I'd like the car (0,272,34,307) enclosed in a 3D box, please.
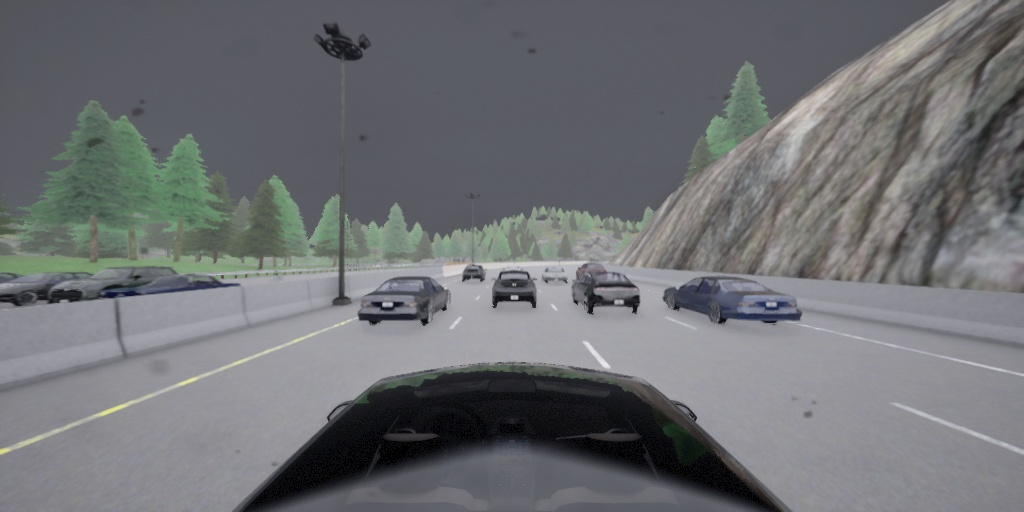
[{"bbox_3d":[-21.102,1.442,16.613,2.033,1.411,5.357,0,-1,0],"label":"car"}]

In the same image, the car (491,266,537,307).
[{"bbox_3d":[0.098,1.395,16.381,1.837,1.490,4.892,0,-1,0],"label":"car"}]

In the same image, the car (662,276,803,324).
[{"bbox_3d":[7.099,1.398,12.326,2.033,1.411,5.357,0,-1,0],"label":"car"}]

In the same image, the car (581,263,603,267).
[{"bbox_3d":[7.120,1.395,32.439,2.097,1.767,4.553,0,-1,0],"label":"car"}]

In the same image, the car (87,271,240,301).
[{"bbox_3d":[-14.102,1.480,15.120,1.895,1.301,4.718,0,-1,0],"label":"car"}]

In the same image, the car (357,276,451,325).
[{"bbox_3d":[-3.402,1.399,12.310,2.033,1.411,5.357,0,-1,0],"label":"car"}]

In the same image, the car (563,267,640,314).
[{"bbox_3d":[3.598,1.363,14.470,2.128,1.511,4.902,0,-1,0],"label":"car"}]

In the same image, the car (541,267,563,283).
[{"bbox_3d":[3.609,1.632,31.194,1.895,1.301,4.718,0,-1,0],"label":"car"}]

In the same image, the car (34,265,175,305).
[{"bbox_3d":[-17.599,1.243,16.346,2.097,1.767,4.553,0,-1,0],"label":"car"}]

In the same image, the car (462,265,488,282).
[{"bbox_3d":[-3.377,1.552,32.764,1.837,1.490,4.892,0,-1,0],"label":"car"}]

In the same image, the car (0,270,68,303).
[{"bbox_3d":[-24.602,1.439,16.380,2.033,1.411,5.357,0,-1,0],"label":"car"}]
